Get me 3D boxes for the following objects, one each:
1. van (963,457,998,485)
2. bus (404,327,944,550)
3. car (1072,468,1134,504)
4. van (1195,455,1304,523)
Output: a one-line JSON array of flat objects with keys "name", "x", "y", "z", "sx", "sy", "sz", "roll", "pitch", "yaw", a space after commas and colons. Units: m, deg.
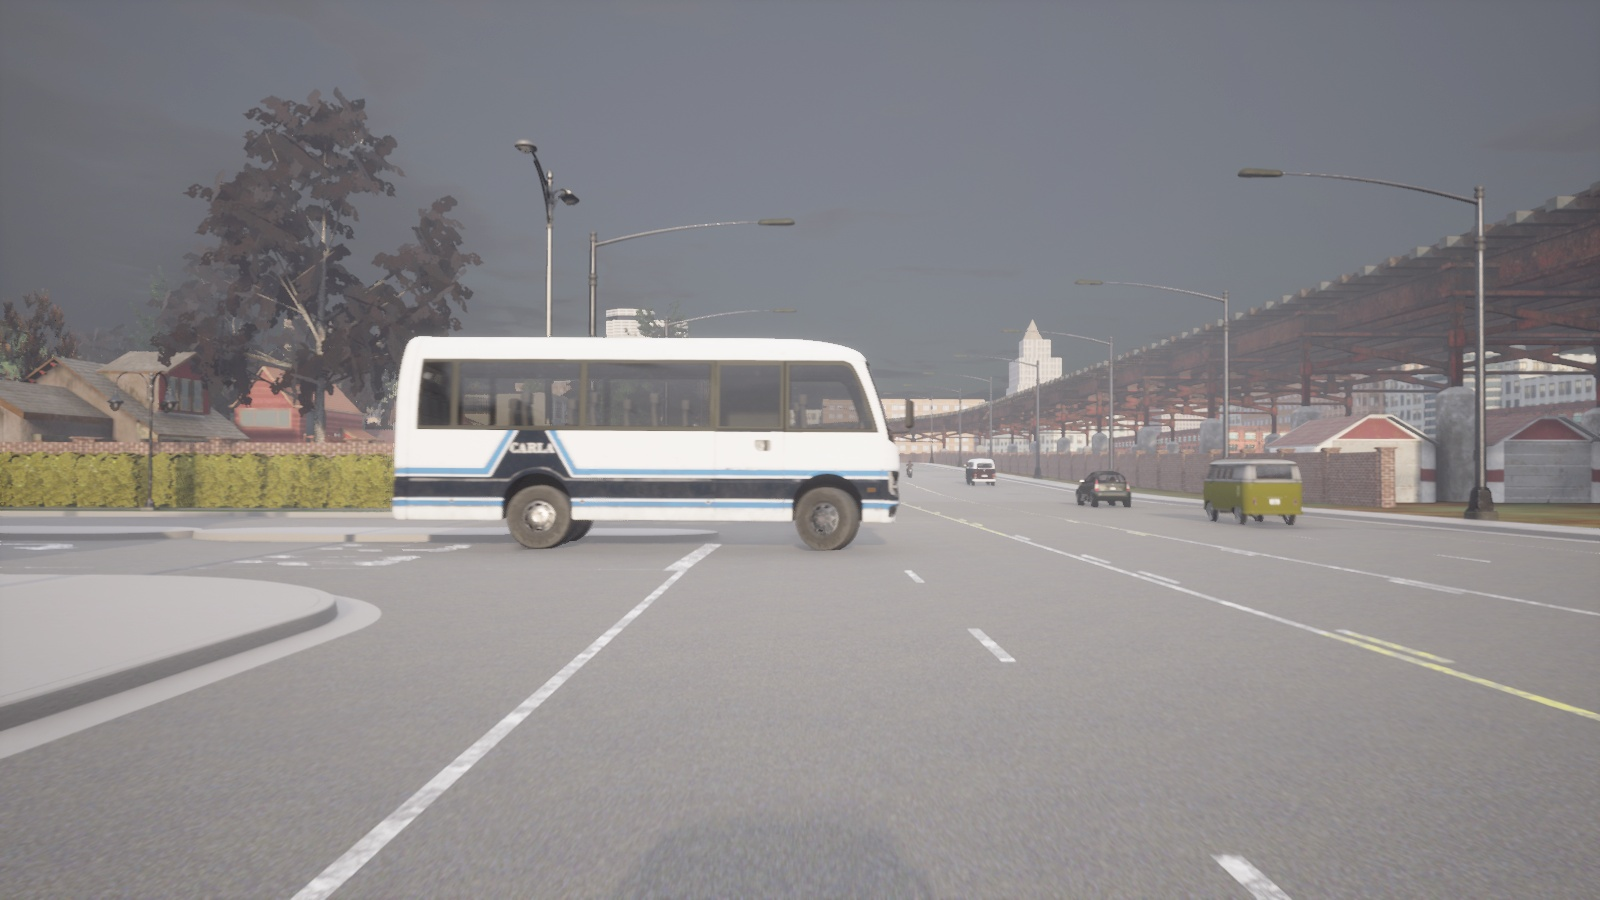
[{"name": "van", "x": 13.742, "y": 1.560, "z": 95.864, "sx": 2.069, "sy": 2.038, "sz": 4.480, "roll": 0, "pitch": 0, "yaw": 0}, {"name": "bus", "x": -2.395, "y": -0.115, "z": 25.980, "sx": 10.273, "sy": 4.253, "sz": 3.944, "roll": 0, "pitch": -3, "yaw": 0}, {"name": "car", "x": 13.847, "y": 1.620, "z": 57.580, "sx": 1.851, "sy": 1.617, "sz": 3.988, "roll": 0, "pitch": -1, "yaw": 0}, {"name": "van", "x": 13.894, "y": 1.167, "z": 39.064, "sx": 1.775, "sy": 1.987, "sz": 4.442, "roll": 0, "pitch": -1, "yaw": 0}]
